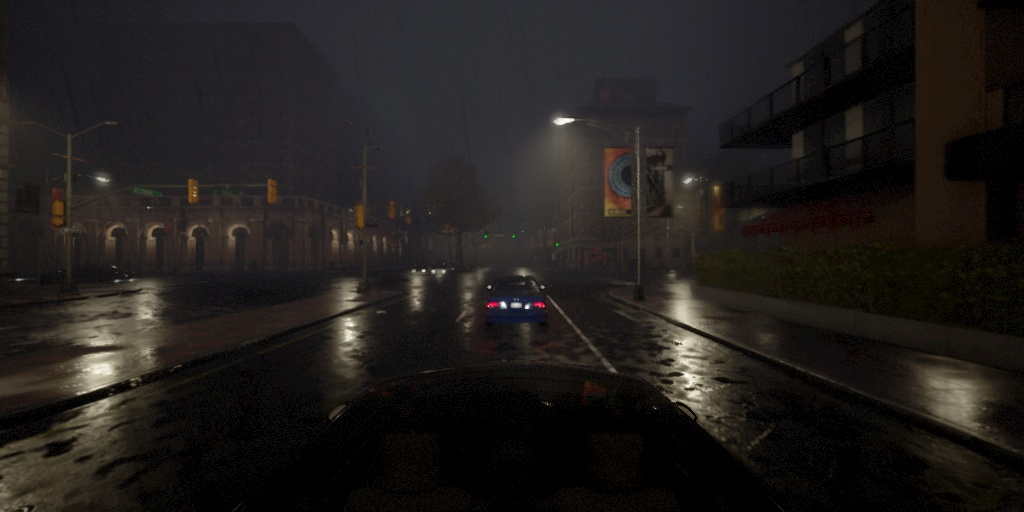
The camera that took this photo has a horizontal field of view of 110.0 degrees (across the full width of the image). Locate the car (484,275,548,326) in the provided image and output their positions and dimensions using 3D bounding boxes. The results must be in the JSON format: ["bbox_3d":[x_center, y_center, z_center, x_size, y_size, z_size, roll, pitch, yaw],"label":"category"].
[{"bbox_3d":[0.128,1.328,11.799,2.033,1.411,5.357,0,0,0],"label":"car"}]

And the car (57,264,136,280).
[{"bbox_3d":[-37.334,1.387,32.263,5.357,1.411,2.033,0,0,0],"label":"car"}]

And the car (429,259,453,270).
[{"bbox_3d":[-11.311,1.271,57.504,2.097,1.767,4.553,0,0,1],"label":"car"}]

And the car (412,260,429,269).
[{"bbox_3d":[-14.787,1.402,59.558,1.882,1.535,5.008,0,0,1],"label":"car"}]

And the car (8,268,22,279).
[{"bbox_3d":[-47.210,1.402,32.309,4.181,1.385,1.994,0,0,1],"label":"car"}]
